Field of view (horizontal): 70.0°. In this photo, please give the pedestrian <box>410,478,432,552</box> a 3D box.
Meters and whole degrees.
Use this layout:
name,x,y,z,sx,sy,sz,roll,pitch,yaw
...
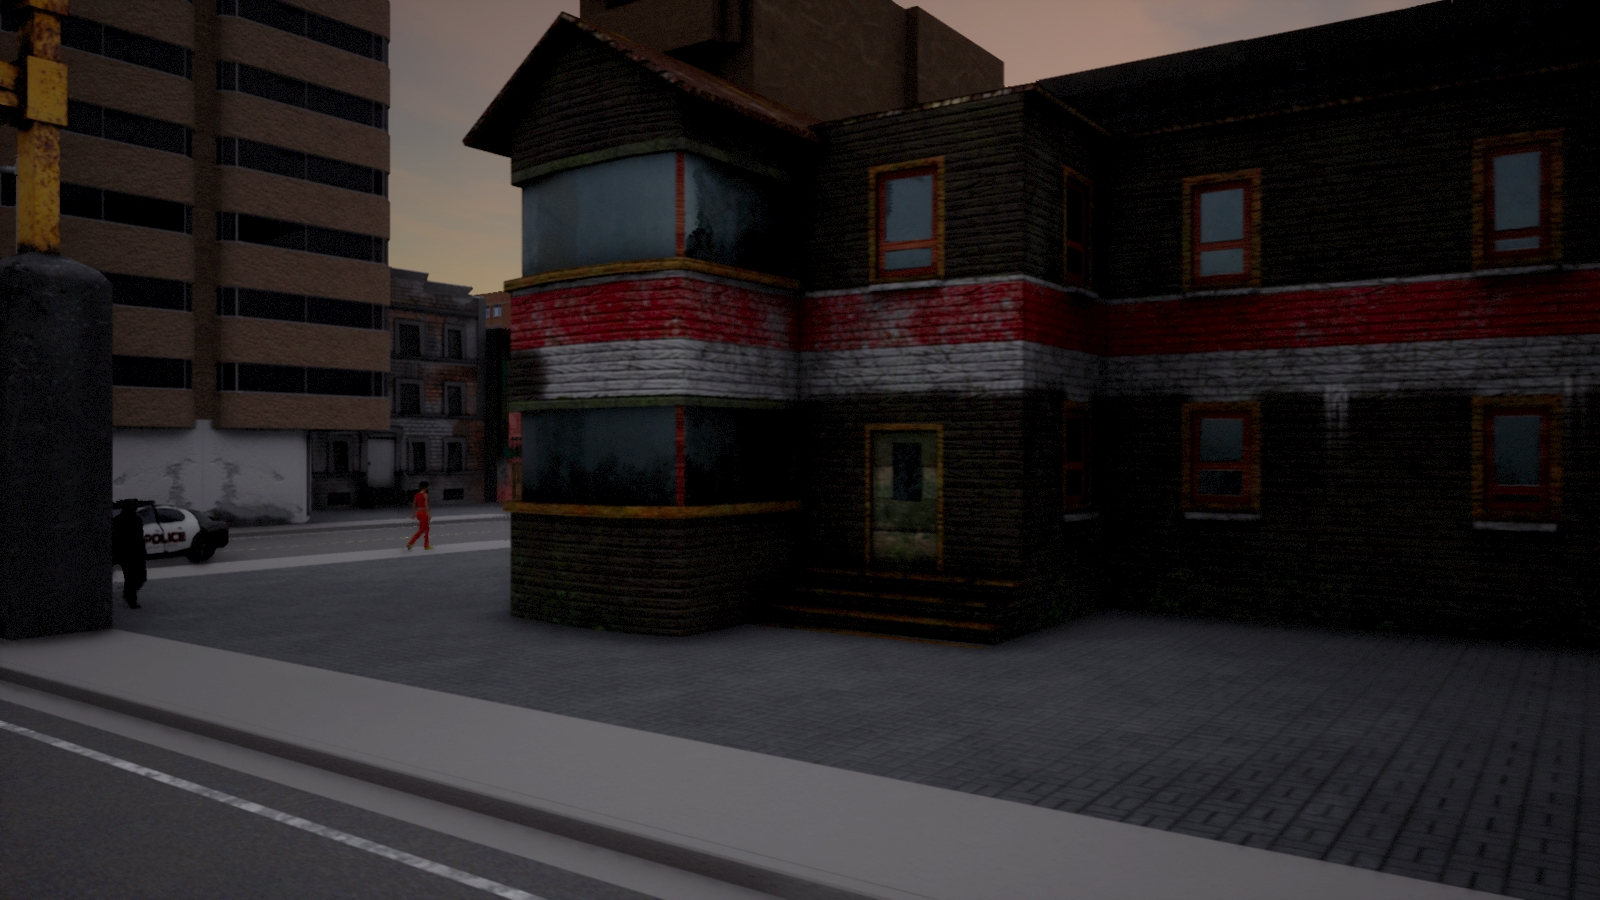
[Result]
name,x,y,z,sx,sy,sz,roll,pitch,yaw
pedestrian,-9.755,1.664,29.396,0.375,1.860,0.375,0,0,34

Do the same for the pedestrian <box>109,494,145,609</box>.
name,x,y,z,sx,sy,sz,roll,pitch,yaw
pedestrian,-11.153,1.673,18.933,0.375,1.860,0.375,0,0,27
